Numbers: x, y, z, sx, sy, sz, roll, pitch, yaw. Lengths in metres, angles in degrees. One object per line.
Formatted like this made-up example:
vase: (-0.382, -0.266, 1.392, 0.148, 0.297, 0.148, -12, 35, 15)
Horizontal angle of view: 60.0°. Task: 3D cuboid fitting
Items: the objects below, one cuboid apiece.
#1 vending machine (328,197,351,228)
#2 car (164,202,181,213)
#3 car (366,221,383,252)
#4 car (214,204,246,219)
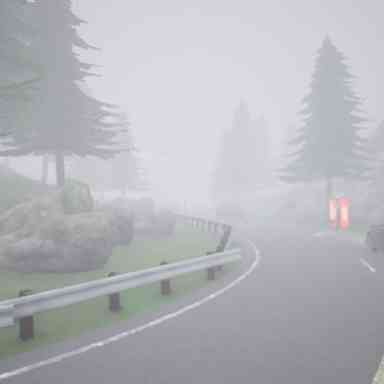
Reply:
vending machine: (10.352, 1.432, 23.351, 1.100, 2.100, 0.880, 0, -1, -14)
car: (-2.817, 2.172, 47.139, 1.882, 1.535, 5.008, 0, -1, -13)
car: (7.537, 1.588, 11.516, 2.128, 1.511, 4.902, 0, -1, 14)
car: (3.901, 2.007, 34.895, 2.033, 1.411, 5.357, 0, -1, -14)
